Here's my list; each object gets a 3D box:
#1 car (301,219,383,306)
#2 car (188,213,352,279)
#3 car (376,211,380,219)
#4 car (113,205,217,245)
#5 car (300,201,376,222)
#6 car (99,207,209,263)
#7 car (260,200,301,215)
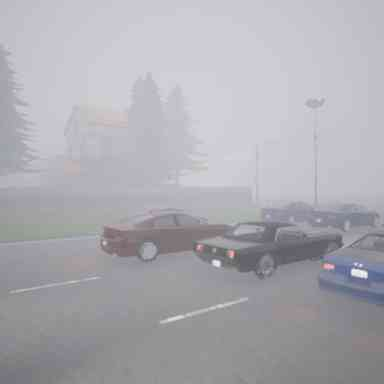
[{"bbox_3d":[4.991,1.453,7.318,5.357,1.411,2.033,-1,0,-35],"label":"car"},{"bbox_3d":[2.439,1.514,9.803,4.718,1.301,1.895,-1,0,-35],"label":"car"},{"bbox_3d":[10.956,1.356,15.891,4.181,1.385,1.994,-1,0,-36],"label":"car"},{"bbox_3d":[-1.181,1.432,15.821,4.674,1.442,1.812,-1,0,-36],"label":"car"},{"bbox_3d":[8.483,1.276,18.424,5.008,1.535,1.882,-1,0,-36],"label":"car"},{"bbox_3d":[-0.728,1.406,11.853,5.008,1.535,1.882,-1,1,-35],"label":"car"},{"bbox_3d":[6.540,1.275,21.335,5.008,1.535,1.882,-1,0,-36],"label":"car"}]
